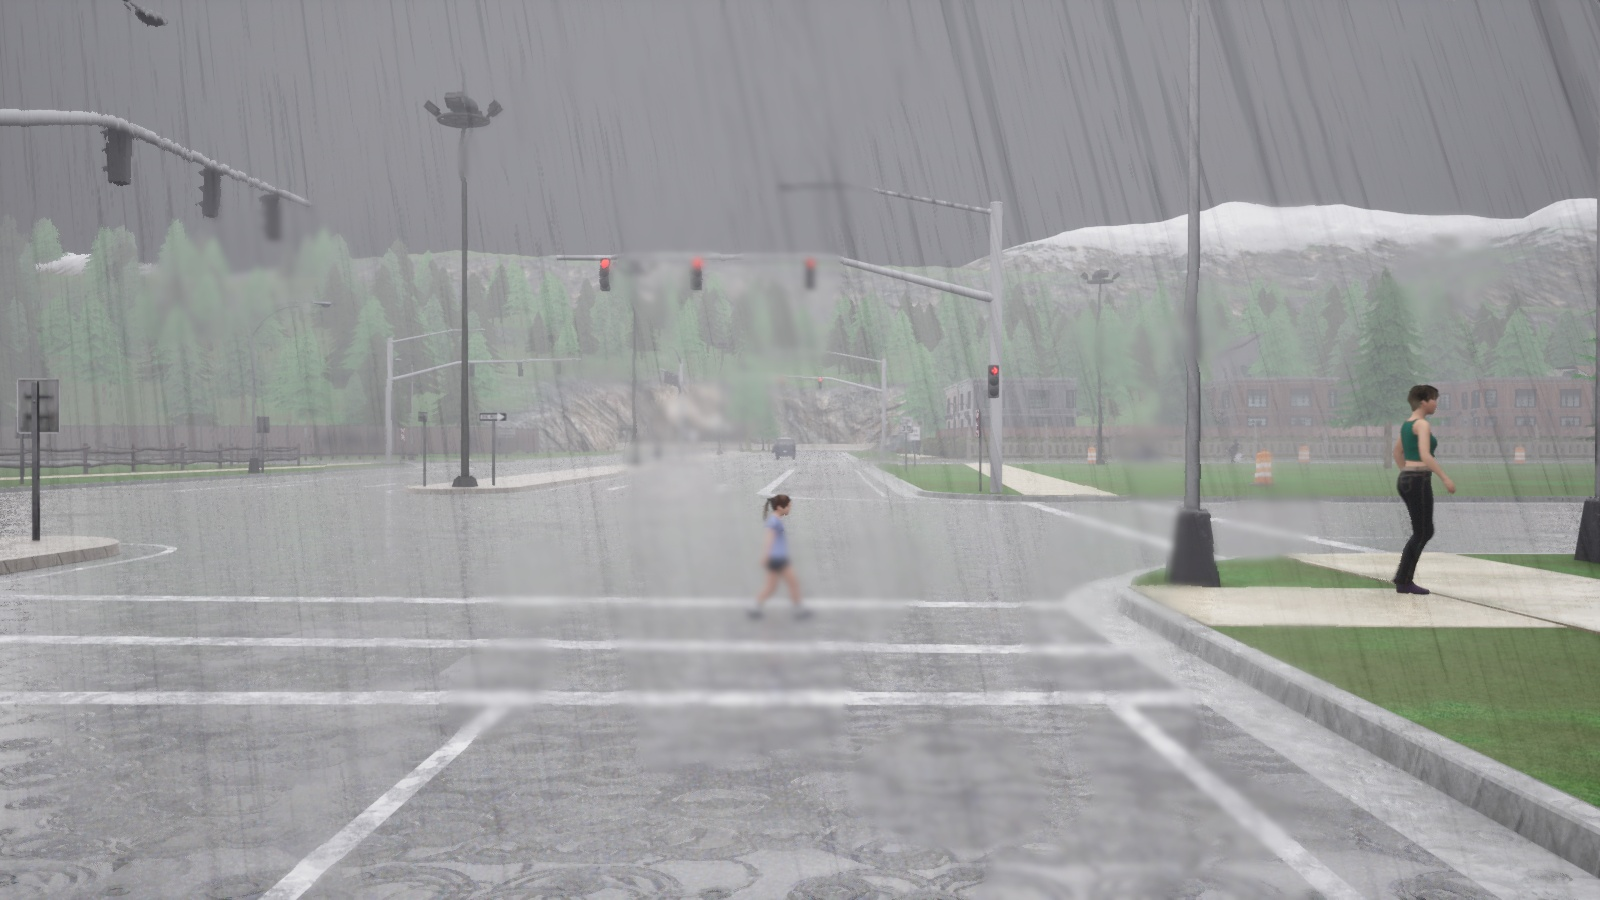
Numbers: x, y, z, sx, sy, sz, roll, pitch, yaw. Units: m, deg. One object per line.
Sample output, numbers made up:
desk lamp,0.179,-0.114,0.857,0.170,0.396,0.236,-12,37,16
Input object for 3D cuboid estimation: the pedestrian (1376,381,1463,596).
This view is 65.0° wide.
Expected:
pedestrian,5.386,0.328,10.925,0.594,1.836,0.345,0,0,7

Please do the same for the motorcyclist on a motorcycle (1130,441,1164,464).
motorcyclist on a motorcycle,25.733,0.192,93.149,2.350,1.649,0.766,0,0,1

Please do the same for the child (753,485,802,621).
child,-0.189,0.856,10.533,0.394,1.110,0.255,0,0,-6
